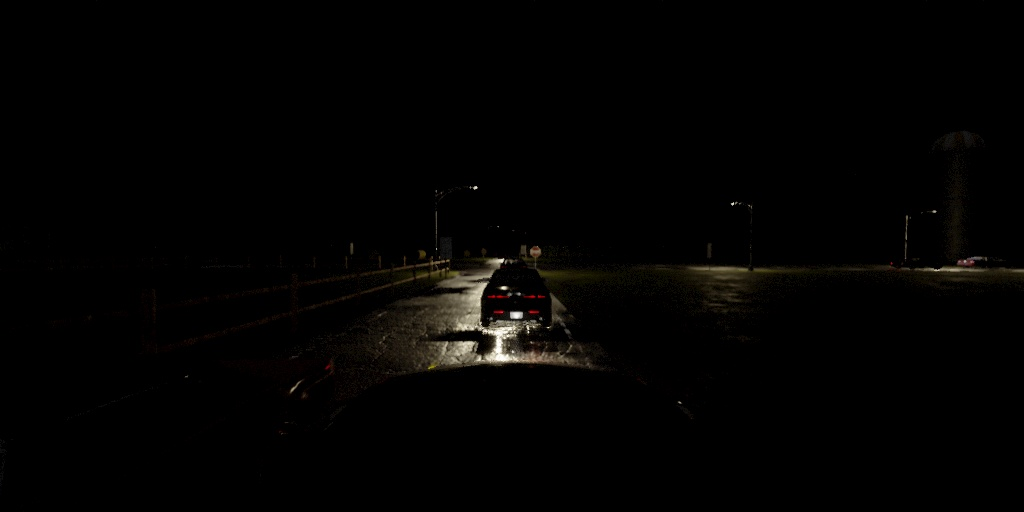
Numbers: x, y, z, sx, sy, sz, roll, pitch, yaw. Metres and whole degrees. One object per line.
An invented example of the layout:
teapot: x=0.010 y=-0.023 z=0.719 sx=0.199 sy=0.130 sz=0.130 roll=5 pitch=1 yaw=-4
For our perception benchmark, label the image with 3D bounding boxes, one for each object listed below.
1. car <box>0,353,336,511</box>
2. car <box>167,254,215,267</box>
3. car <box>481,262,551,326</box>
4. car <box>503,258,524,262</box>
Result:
car: x=-2.851 y=1.351 z=1.675 sx=1.895 sy=1.301 sz=4.718 roll=0 pitch=1 yaw=0
car: x=-39.154 y=0.502 z=43.786 sx=4.902 sy=1.511 sz=2.128 roll=0 pitch=1 yaw=1
car: x=0.106 y=1.110 z=10.997 sx=1.837 sy=1.490 sz=4.892 roll=0 pitch=1 yaw=0
car: x=0.118 y=0.866 z=25.169 sx=1.882 sy=1.535 sz=5.008 roll=0 pitch=1 yaw=0
